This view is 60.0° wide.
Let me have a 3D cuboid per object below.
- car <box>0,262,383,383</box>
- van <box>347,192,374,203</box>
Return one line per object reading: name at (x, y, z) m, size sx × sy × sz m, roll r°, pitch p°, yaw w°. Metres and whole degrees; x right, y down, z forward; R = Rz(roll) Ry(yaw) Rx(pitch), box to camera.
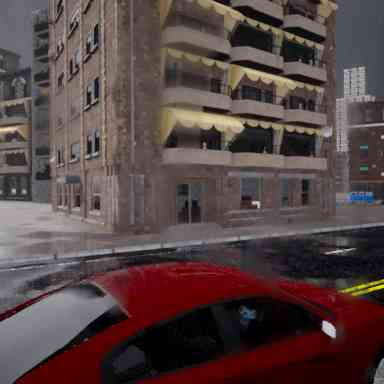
car at (0.108, 1.477, 3.256) m, size 5.008 × 1.535 × 1.882 m, roll 0°, pitch 0°, yaw -32°
van at (28.433, 0.885, 56.012) m, size 3.998 × 1.788 × 1.690 m, roll 1°, pitch 0°, yaw 25°
